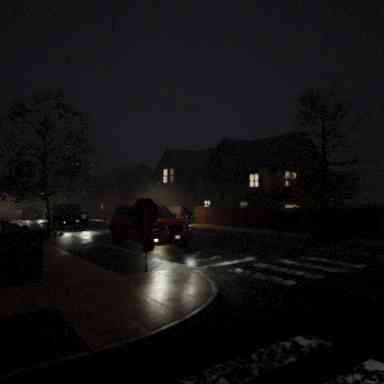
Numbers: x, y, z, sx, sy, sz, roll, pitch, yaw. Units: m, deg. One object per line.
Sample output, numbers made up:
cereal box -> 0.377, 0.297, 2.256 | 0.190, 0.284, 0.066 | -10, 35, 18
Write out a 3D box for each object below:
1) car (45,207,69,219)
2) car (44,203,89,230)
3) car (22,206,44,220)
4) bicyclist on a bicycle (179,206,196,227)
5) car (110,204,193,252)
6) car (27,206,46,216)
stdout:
car -> -17.599, 2.711, 43.168 | 1.994, 1.385, 4.181 | 0, -1, -35
car -> -10.537, 1.987, 28.179 | 2.150, 2.045, 5.566 | 0, -1, -35
car -> -20.070, 2.677, 41.662 | 1.837, 1.490, 4.892 | 0, -2, -35
bicyclist on a bicycle -> -0.392, 1.800, 24.022 | 1.656, 1.620, 0.582 | -1, -1, -36
car -> -2.215, 1.632, 16.494 | 2.150, 2.045, 5.566 | 0, -1, -36
car -> -25.178, 2.995, 53.794 | 1.812, 1.442, 4.674 | 0, -1, -36
